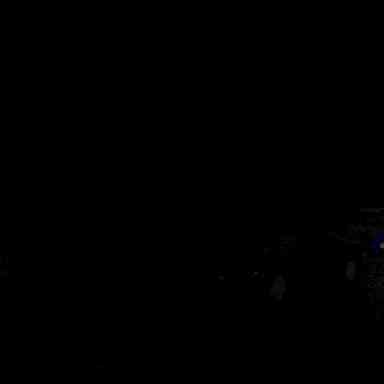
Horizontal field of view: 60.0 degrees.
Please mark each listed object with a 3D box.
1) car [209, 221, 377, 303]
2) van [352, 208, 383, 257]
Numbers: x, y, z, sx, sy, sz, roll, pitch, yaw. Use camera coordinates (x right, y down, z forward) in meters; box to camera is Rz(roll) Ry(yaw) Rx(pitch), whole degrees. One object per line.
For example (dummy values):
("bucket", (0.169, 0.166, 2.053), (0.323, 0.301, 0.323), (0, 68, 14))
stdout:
("car", (2.456, 1.589, 8.296), (4.507, 1.381, 1.887), (0, -1, -36))
("van", (7.053, 1.422, 11.583), (3.998, 1.788, 1.690), (0, -1, -36))
